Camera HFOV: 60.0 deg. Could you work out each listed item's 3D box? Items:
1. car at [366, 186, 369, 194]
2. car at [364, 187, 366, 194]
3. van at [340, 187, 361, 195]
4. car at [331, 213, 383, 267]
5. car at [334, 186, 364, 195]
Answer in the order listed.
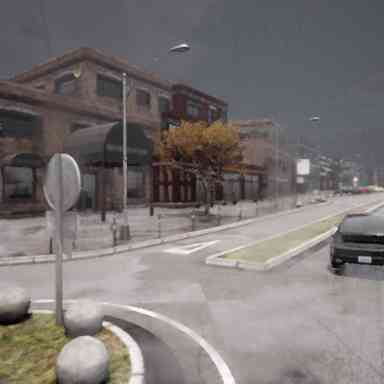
[{"bbox_3d":[40.993,-0.357,84.221,5.566,2.045,2.435,-1,1,35],"label":"car"},{"bbox_3d":[39.513,-0.036,82.023,4.792,1.488,2.163,-1,1,35],"label":"car"},{"bbox_3d":[37.906,-0.250,79.596,4.442,1.987,1.878,-1,0,35],"label":"van"},{"bbox_3d":[5.626,1.430,10.533,1.837,1.490,4.892,-2,0,31],"label":"car"},{"bbox_3d":[36.185,-0.237,77.412,5.566,2.045,2.435,-1,0,35],"label":"car"}]
